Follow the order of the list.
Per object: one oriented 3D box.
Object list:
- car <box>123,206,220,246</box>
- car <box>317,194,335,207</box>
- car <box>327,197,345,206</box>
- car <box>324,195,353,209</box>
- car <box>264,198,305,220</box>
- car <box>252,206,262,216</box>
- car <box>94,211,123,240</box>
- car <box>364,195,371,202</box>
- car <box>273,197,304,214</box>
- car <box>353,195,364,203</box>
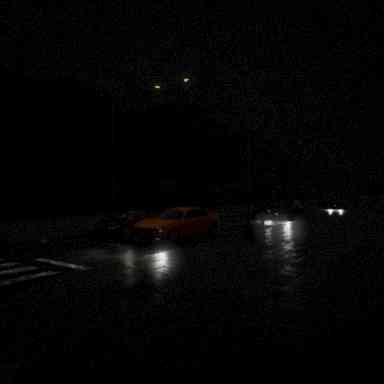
[{"bbox_3d":[-0.558,1.440,15.433,1.882,1.535,5.008,0,0,35],"label":"car"},{"bbox_3d":[20.056,1.248,49.129,2.192,1.841,5.009,0,0,35],"label":"car"},{"bbox_3d":[23.326,1.498,53.774,1.947,1.339,4.313,0,0,35],"label":"car"},{"bbox_3d":[19.046,1.504,43.113,1.994,1.385,4.181,0,0,35],"label":"car"},{"bbox_3d":[7.826,1.446,27.340,1.837,1.490,4.892,0,0,35],"label":"car"},{"bbox_3d":[6.980,1.522,30.551,1.802,1.307,4.206,0,0,35],"label":"car"},{"bbox_3d":[-2.826,1.516,16.618,2.008,1.369,4.403,0,0,35],"label":"car"},{"bbox_3d":[39.571,1.484,76.858,1.752,1.417,4.829,0,0,35],"label":"car"},{"bbox_3d":[10.249,1.377,35.196,1.967,1.590,4.097,0,0,35],"label":"car"},{"bbox_3d":[33.132,1.507,67.708,1.947,1.339,4.313,0,0,35],"label":"car"}]
